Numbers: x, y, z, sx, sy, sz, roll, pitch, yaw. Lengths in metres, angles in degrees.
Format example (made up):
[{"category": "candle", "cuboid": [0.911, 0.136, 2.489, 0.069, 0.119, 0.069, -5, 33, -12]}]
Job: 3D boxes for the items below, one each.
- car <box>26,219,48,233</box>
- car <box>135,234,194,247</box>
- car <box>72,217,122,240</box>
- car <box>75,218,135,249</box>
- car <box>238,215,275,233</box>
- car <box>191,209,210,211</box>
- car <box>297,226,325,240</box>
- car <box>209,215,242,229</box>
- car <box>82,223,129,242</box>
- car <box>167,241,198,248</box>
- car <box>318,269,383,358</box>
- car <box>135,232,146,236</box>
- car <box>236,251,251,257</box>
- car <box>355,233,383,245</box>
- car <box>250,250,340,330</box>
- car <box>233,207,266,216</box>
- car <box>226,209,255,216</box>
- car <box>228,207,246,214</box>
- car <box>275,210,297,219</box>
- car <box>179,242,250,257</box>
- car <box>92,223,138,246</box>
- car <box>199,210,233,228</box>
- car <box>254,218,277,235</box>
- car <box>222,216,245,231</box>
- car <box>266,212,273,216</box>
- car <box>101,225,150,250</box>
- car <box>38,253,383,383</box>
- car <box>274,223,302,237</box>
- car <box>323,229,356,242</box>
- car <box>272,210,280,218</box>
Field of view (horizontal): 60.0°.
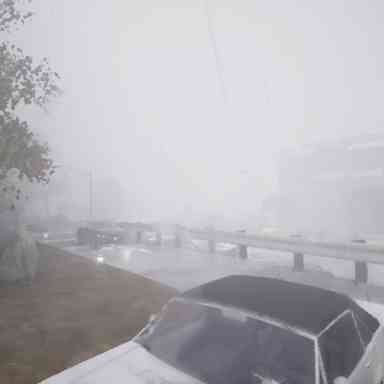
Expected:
[{"category": "car", "cuboid": [-17.964, 3.951, 38.392, 1.837, 1.490, 4.892, -1, -4, -33]}, {"category": "car", "cuboid": [-1.538, 4.408, 26.157, 2.435, 2.045, 5.566, -1, 1, 36]}, {"category": "car", "cuboid": [-11.670, 4.405, 41.158, 2.435, 2.045, 5.566, 0, 1, 36]}, {"category": "car", "cuboid": [-5.331, 2.351, 19.285, 1.837, 1.490, 4.892, -1, -3, -34]}, {"category": "car", "cuboid": [8.185, 4.332, 42.094, 2.185, 1.767, 4.553, 0, 0, 36]}, {"category": "car", "cuboid": [1.409, 5.151, 85.687, 4.892, 1.521, 2.231, 0, -2, 35]}, {"category": "car", "cuboid": [13.124, 4.489, 34.727, 2.163, 1.488, 4.792, 0, 0, 36]}, {"category": "car", "cuboid": [4.866, 4.496, 46.983, 2.002, 1.452, 4.674, 0, 0, 36]}, {"category": "car", "cuboid": [-9.978, 4.658, 38.676, 2.231, 1.521, 4.892, -1, 1, 36]}, {"category": "car", "cuboid": [0.156, 4.689, 23.652, 2.163, 1.488, 4.792, -1, 1, 36]}, {"category": "car", "cuboid": [6.985, 4.655, 13.742, 1.946, 1.575, 5.366, -1, 1, 36]}, {"category": "car", "cuboid": [-4.933, 4.534, 31.127, 2.185, 1.767, 4.553, -1, 1, 36]}, {"category": "car", "cuboid": [3.524, 4.663, 18.609, 2.231, 1.521, 4.892, 0, 1, 36]}, {"category": "car", "cuboid": [16.513, 4.458, 29.942, 1.946, 1.575, 5.366, 0, 0, 36]}, {"category": "car", "cuboid": [5.210, 4.410, 16.119, 2.435, 2.045, 5.566, -1, 1, 36]}, {"category": "car", "cuboid": [12.149, 4.885, 71.022, 5.566, 2.045, 2.435, 1, 0, 36]}, {"category": "car", "cuboid": [9.776, 5.066, 69.216, 5.366, 1.575, 1.946, 2, 0, 36]}, {"category": "car", "cuboid": [12.556, 5.276, 93.415, 4.553, 1.767, 2.185, 0, -2, 35]}, {"category": "car", "cuboid": [22.045, 5.241, 77.880, 4.553, 1.767, 2.185, 1, 0, 35]}, {"category": "car", "cuboid": [1.798, 4.411, 21.089, 2.435, 2.045, 5.566, 0, 1, 36]}, {"category": "car", "cuboid": [-8.270, 4.531, 36.192, 2.185, 1.767, 4.553, 0, 1, 36]}, {"category": "car", "cuboid": [3.226, 4.204, 49.466, 2.435, 2.045, 5.566, 0, 0, 36]}, {"category": "car", "cuboid": [9.711, 4.454, 39.461, 1.946, 1.575, 5.366, 0, 0, 36]}, {"category": "car", "cuboid": [6.519, 4.458, 44.530, 2.231, 1.521, 4.892, 0, 0, 36]}, {"category": "car", "cuboid": [14.604, 5.239, 72.738, 4.674, 1.452, 2.002, 1, 0, 36]}, {"category": "car", "cuboid": [-6.626, 4.533, 33.636, 2.185, 1.767, 4.553, -1, 1, 36]}, {"category": "car", "cuboid": [0.440, 1.600, 2.925, 1.895, 1.301, 4.718, 0, 0, 39]}, {"category": "car", "cuboid": [11.461, 4.460, 37.163, 2.231, 1.521, 4.892, 0, 0, 36]}, {"category": "car", "cuboid": [14.754, 4.459, 32.249, 2.097, 1.535, 5.008, 0, 0, 36]}, {"category": "car", "cuboid": [17.101, 5.257, 74.445, 5.008, 1.535, 2.097, 1, 0, 36]}]
